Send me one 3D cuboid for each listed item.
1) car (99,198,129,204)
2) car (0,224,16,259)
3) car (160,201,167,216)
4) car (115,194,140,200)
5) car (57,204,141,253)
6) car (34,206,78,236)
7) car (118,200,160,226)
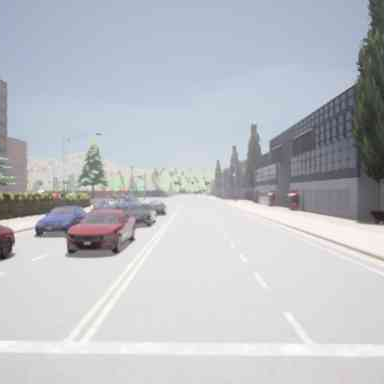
[{"bbox_3d":[-7.089,1.519,28.093,2.128,1.511,4.902,0,0,0],"label":"car"},{"bbox_3d":[-7.098,1.536,9.923,1.812,1.442,4.674,0,0,0],"label":"car"},{"bbox_3d":[-3.573,1.597,33.281,1.994,1.385,4.181,0,0,1],"label":"car"},{"bbox_3d":[-7.063,1.390,38.369,2.097,1.767,4.553,0,0,0],"label":"car"},{"bbox_3d":[-3.597,1.492,13.909,1.882,1.535,5.008,0,0,0],"label":"car"},{"bbox_3d":[-7.095,1.545,18.828,1.812,1.442,4.674,0,0,0],"label":"car"},{"bbox_3d":[-3.594,1.528,23.405,1.837,1.490,4.892,0,0,0],"label":"car"}]
